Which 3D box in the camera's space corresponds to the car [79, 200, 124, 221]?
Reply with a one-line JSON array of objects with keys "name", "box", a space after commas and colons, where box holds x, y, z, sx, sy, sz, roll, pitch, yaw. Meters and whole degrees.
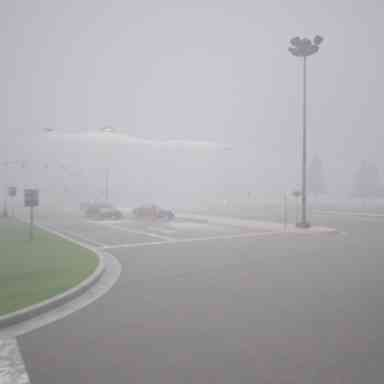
[{"name": "car", "box": [-7.830, 1.650, 29.142, 2.033, 1.411, 5.357, 1, 0, -35]}]

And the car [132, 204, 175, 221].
[{"name": "car", "box": [-3.385, 1.737, 28.892, 1.895, 1.301, 4.718, 1, 0, -35]}]
